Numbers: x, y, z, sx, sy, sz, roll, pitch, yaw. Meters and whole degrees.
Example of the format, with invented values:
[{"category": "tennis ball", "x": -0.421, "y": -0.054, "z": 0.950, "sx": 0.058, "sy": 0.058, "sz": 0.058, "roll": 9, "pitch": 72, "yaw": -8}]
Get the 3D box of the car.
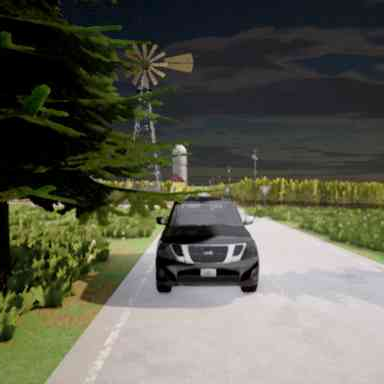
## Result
[{"category": "car", "x": 0.325, "y": 1.157, "z": 9.067, "sx": 2.150, "sy": 2.045, "sz": 5.566, "roll": 0, "pitch": 0, "yaw": 0}]
